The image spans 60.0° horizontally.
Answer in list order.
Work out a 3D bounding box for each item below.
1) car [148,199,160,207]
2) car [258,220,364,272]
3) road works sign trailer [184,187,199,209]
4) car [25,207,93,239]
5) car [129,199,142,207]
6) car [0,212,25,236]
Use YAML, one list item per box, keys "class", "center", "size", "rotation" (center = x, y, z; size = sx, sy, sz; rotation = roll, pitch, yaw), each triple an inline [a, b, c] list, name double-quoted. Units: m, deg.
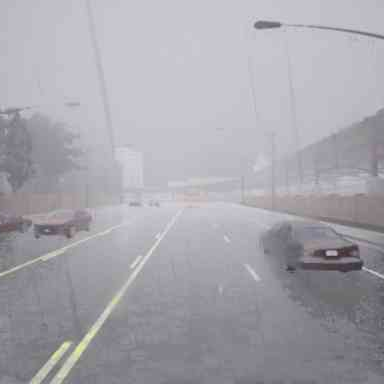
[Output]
- class: "car"
  center: [-7.021, 2.097, 62.486]
  size: [2.128, 1.511, 4.902]
  rotation: [0, -1, 0]
- class: "car"
  center: [3.601, 1.654, 11.086]
  size: [2.033, 1.411, 5.357]
  rotation: [0, -1, 0]
- class: "road works sign trailer"
  center: [-0.002, 0.981, 54.163]
  size: [2.380, 3.560, 2.880]
  rotation: [0, -1, 0]
- class: "car"
  center: [-7.100, 1.658, 18.790]
  size: [1.882, 1.535, 5.008]
  rotation: [0, -1, 0]
- class: "car"
  center: [-10.520, 2.077, 62.479]
  size: [1.882, 1.535, 5.008]
  rotation: [0, -1, 0]
- class: "car"
  center: [-10.600, 1.774, 17.988]
  size: [1.895, 1.301, 4.718]
  rotation: [0, -1, 0]
